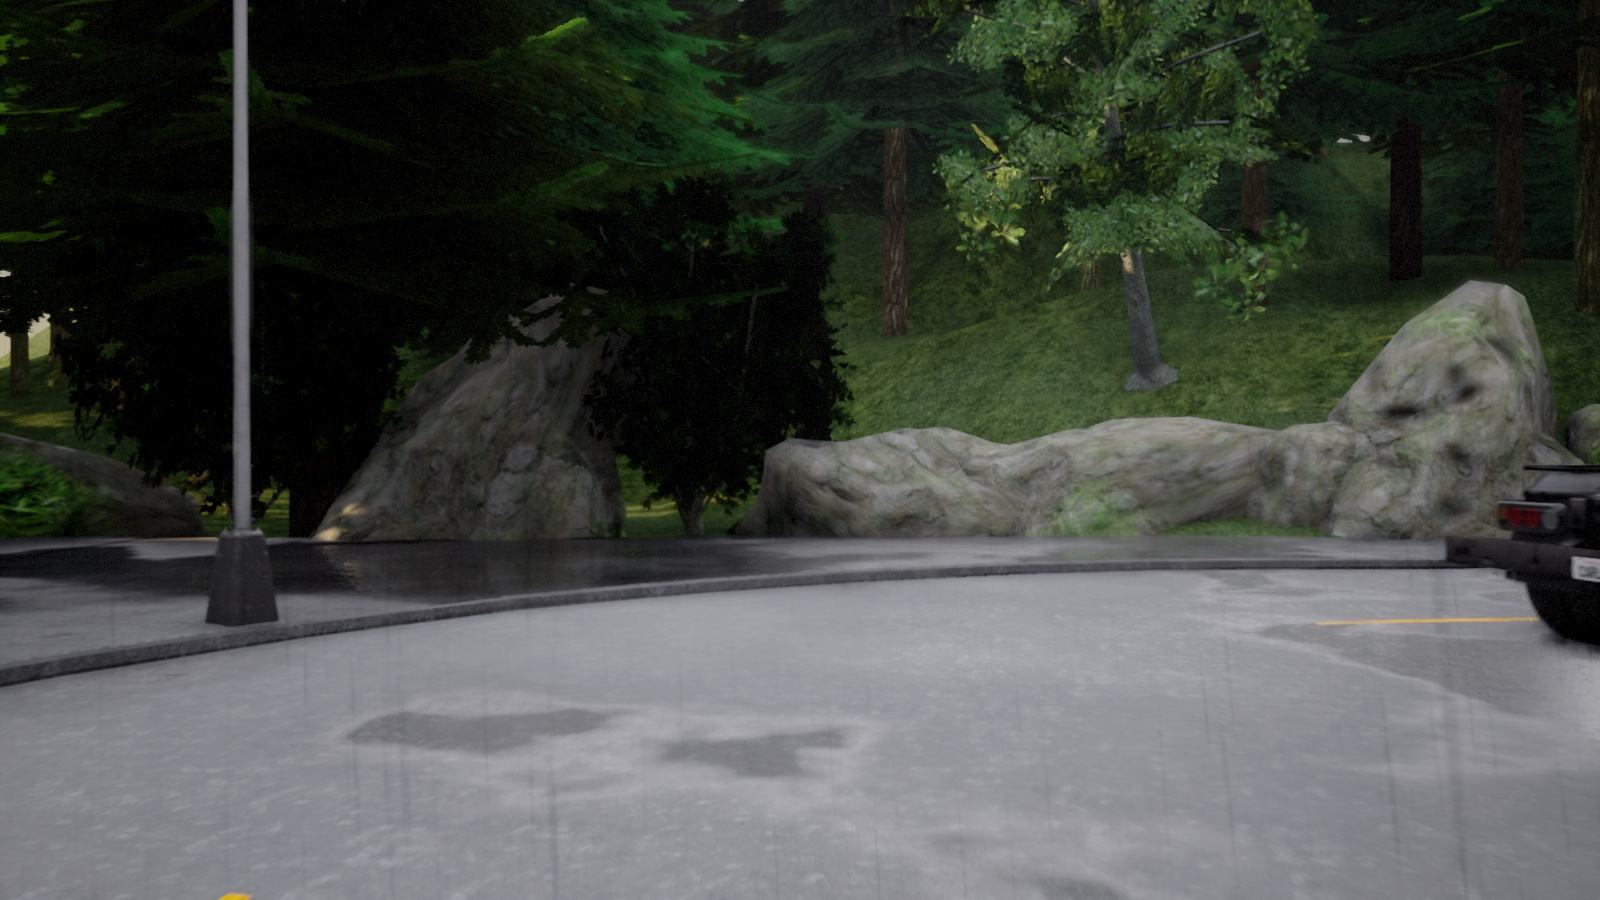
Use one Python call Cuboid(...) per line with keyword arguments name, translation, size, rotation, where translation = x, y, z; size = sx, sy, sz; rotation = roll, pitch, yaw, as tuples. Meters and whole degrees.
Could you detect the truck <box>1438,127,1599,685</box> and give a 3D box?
Cuboid(name="truck", translation=(8.848, -0.276, 8.595), size=(7.936, 3.462, 2.891), rotation=(0, 0, -12))
